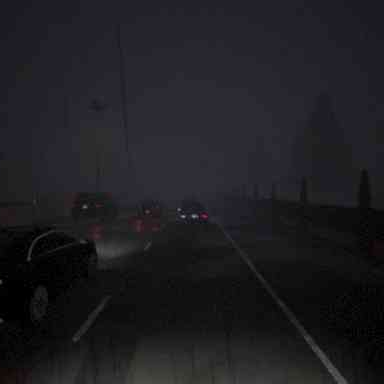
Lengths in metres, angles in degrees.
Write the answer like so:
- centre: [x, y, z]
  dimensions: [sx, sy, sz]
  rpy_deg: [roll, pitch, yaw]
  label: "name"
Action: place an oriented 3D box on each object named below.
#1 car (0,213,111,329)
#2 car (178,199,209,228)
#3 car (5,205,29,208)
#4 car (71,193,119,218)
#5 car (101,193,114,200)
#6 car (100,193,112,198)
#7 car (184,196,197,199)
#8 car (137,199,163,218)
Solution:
- centre: [-3.398, 1.442, 6.830]
  dimensions: [2.128, 1.511, 4.902]
  rpy_deg: [0, 0, 0]
  label: "car"
- centre: [0.103, 1.395, 21.053]
  dimensions: [2.033, 1.411, 5.357]
  rpy_deg: [0, 0, 0]
  label: "car"
- centre: [-14.108, 1.362, 25.882]
  dimensions: [2.033, 1.411, 5.357]
  rpy_deg: [0, 0, 0]
  label: "car"
- centre: [-6.905, 1.048, 24.138]
  dimensions: [2.150, 2.045, 5.566]
  rpy_deg: [0, 0, 0]
  label: "car"
- centre: [-18.622, 1.027, 73.283]
  dimensions: [1.994, 1.385, 4.181]
  rpy_deg: [0, 0, -1]
  label: "car"
- centre: [-22.444, 0.859, 87.180]
  dimensions: [1.895, 1.301, 4.718]
  rpy_deg: [0, 0, -1]
  label: "car"
- centre: [-0.205, 1.191, 39.803]
  dimensions: [1.882, 1.535, 5.008]
  rpy_deg: [0, 0, -2]
  label: "car"
- centre: [-3.434, 1.325, 27.841]
  dimensions: [1.812, 1.442, 4.674]
  rpy_deg: [0, 0, -1]
  label: "car"
